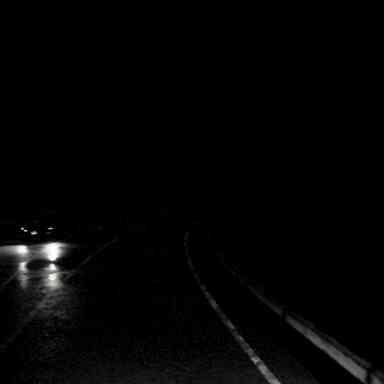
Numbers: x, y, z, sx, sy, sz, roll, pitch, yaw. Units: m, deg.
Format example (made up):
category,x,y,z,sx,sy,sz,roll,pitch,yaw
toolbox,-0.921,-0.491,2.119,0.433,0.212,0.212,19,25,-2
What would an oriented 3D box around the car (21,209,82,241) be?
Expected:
category,x,y,z,sx,sy,sz,roll,pitch,yaw
car,-7.748,1.763,18.767,1.837,1.490,4.892,-3,1,1
